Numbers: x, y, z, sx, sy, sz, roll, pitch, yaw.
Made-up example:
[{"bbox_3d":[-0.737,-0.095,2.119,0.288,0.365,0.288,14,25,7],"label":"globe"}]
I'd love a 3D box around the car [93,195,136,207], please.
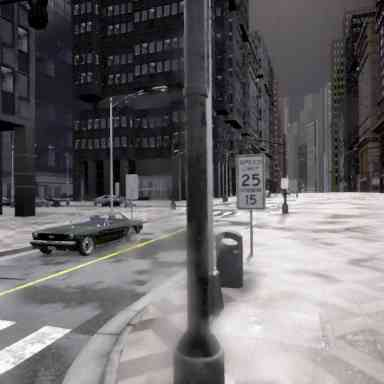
[{"bbox_3d":[-8.581,1.075,36.962,4.902,1.511,2.128,-1,0,19],"label":"car"}]

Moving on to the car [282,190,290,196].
[{"bbox_3d":[23.920,0.262,84.315,1.895,1.301,4.718,-1,0,19],"label":"car"}]

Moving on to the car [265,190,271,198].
[{"bbox_3d":[14.687,0.438,66.599,2.128,1.511,4.902,-1,1,19],"label":"car"}]

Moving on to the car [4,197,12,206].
[{"bbox_3d":[-27.380,1.355,46.798,4.181,1.385,1.994,-1,0,20],"label":"car"}]

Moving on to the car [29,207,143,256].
[{"bbox_3d":[-3.768,1.459,12.732,1.895,1.301,4.718,-1,1,19],"label":"car"}]

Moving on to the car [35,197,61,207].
[{"bbox_3d":[-18.011,1.244,40.211,4.181,1.385,1.994,-1,0,19],"label":"car"}]
